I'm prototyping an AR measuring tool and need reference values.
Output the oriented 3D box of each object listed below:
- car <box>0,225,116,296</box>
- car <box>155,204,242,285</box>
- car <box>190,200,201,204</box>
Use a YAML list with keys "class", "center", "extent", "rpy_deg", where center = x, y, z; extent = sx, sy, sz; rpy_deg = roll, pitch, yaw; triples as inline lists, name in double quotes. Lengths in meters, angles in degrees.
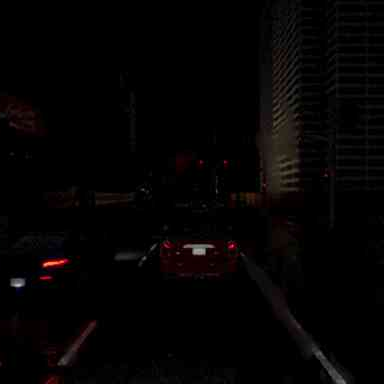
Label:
- class: "car"
  center: [-3.327, 1.576, 8.673]
  extent: [1.812, 1.442, 4.674]
  rpy_deg: [0, 0, 0]
- class: "car"
  center: [0.182, 1.416, 9.858]
  extent: [2.097, 1.767, 4.553]
  rpy_deg: [0, 0, 1]
- class: "car"
  center: [0.624, 1.970, 58.164]
  extent: [1.895, 1.301, 4.718]
  rpy_deg: [0, 0, 1]
